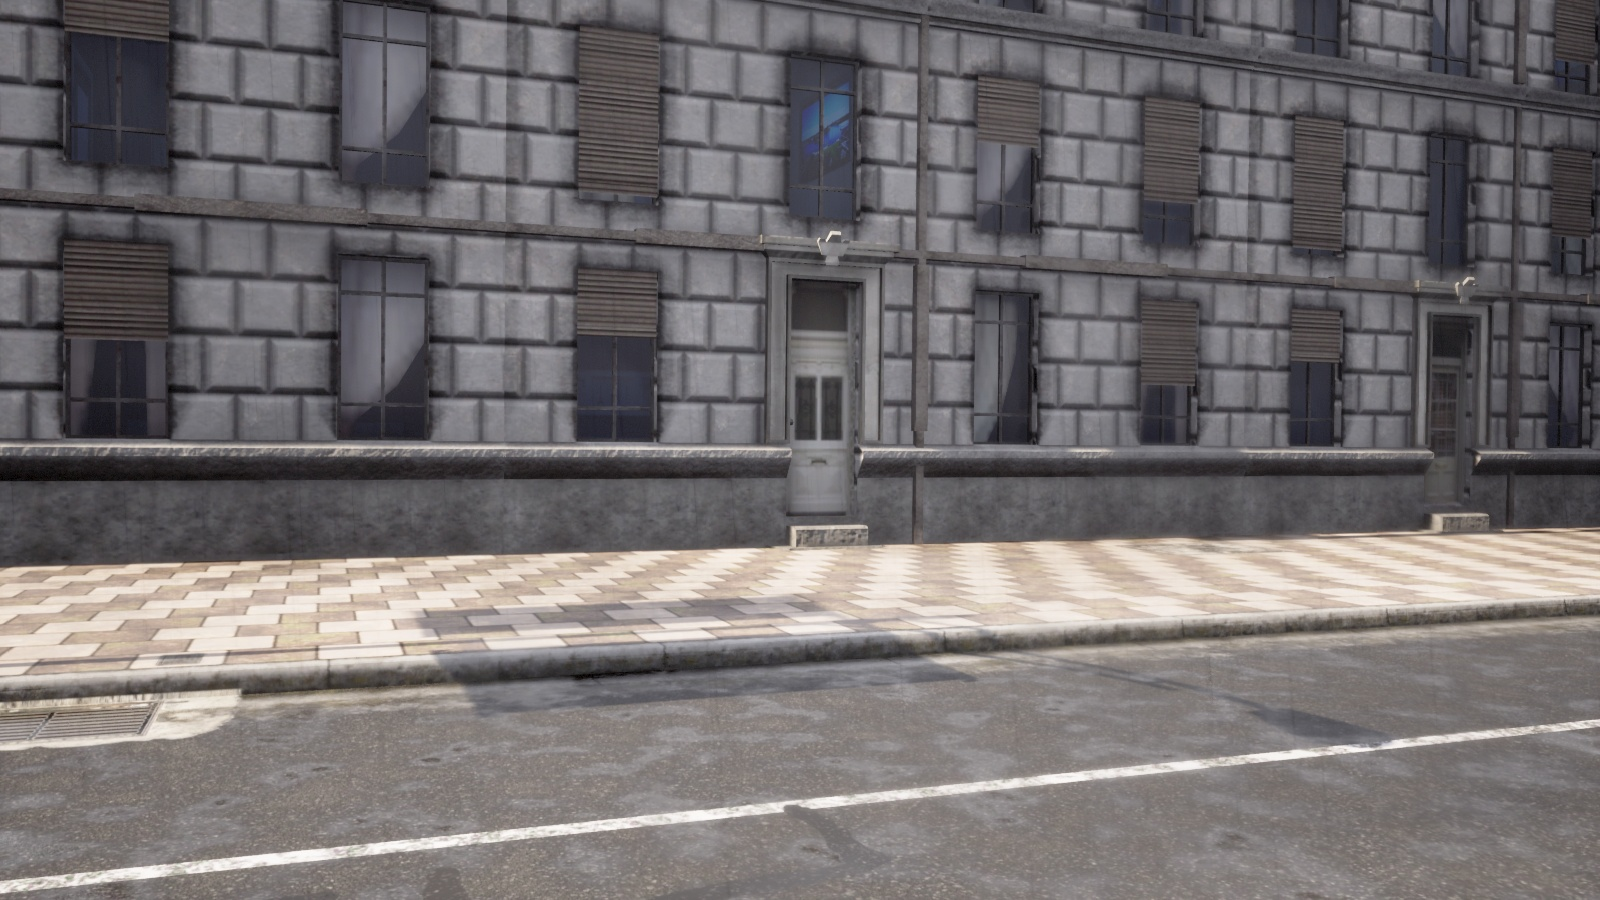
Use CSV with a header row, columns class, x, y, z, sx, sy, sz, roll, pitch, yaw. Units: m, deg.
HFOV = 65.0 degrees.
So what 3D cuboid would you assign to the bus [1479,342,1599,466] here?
class,x,y,z,sx,sy,sz,roll,pitch,yaw
bus,29.252,-1.597,43.199,3.944,4.253,10.273,-1,1,-21
